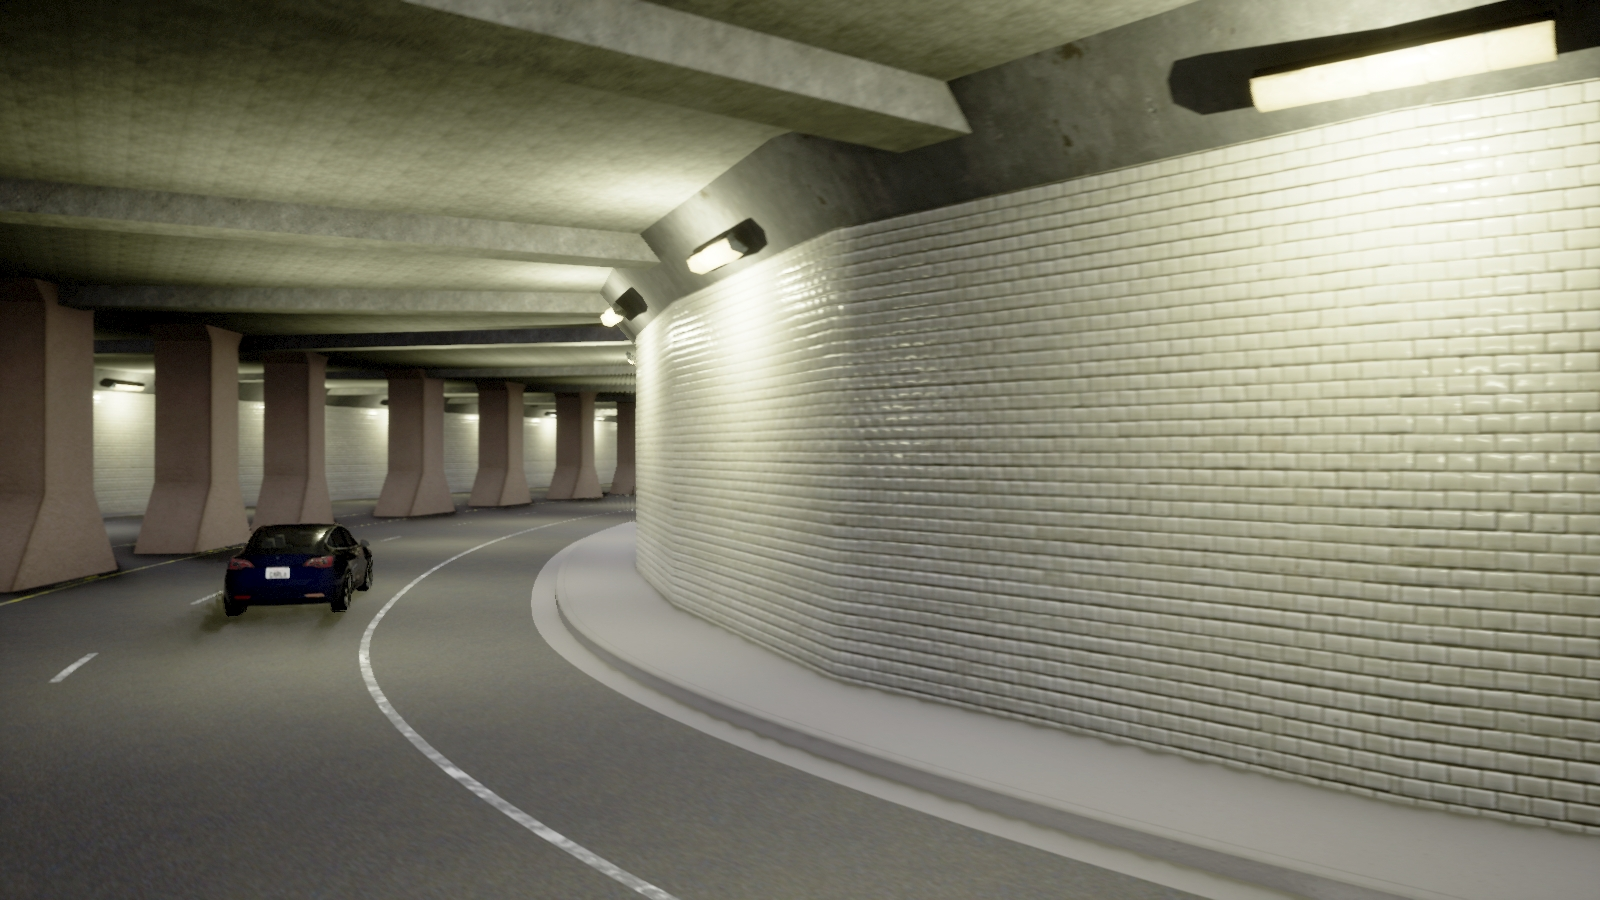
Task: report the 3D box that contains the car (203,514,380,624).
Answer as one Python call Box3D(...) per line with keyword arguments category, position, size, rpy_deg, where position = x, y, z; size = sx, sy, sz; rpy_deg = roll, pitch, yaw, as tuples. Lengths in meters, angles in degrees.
Box3D(category="car", position=(-9.174, 2.071, 21.056), size=(2.163, 1.488, 4.792), rpy_deg=(0, 0, -14))
